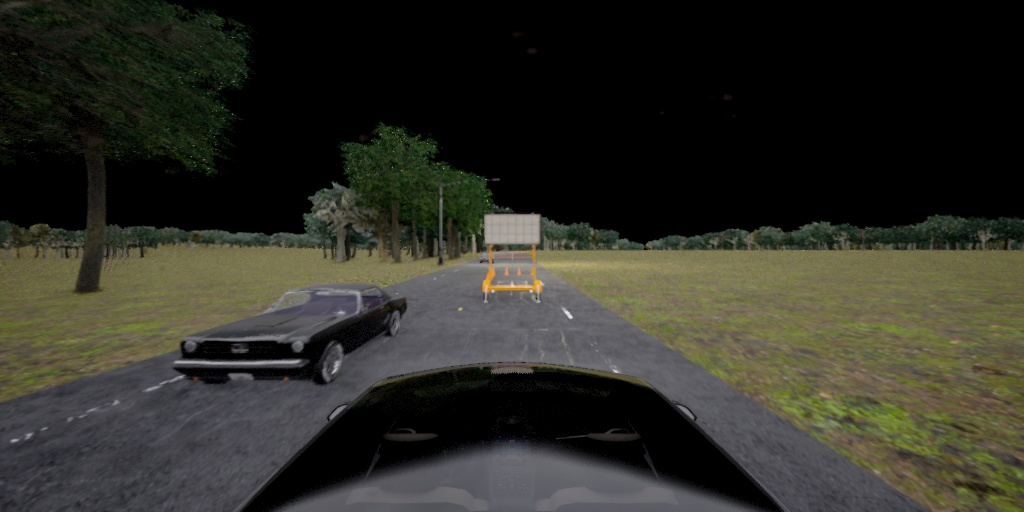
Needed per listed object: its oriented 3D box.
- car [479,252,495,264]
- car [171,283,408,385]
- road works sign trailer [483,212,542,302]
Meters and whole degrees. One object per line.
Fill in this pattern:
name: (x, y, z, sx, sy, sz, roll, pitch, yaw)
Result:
car: (-3.357, 0.268, 48.487, 1.837, 1.490, 4.892, 0, 1, 1)
car: (-3.595, 1.253, 6.955, 1.895, 1.301, 4.718, 0, 1, 0)
road works sign trailer: (0.012, -0.047, 15.063, 2.380, 3.560, 2.880, 0, 0, 0)
